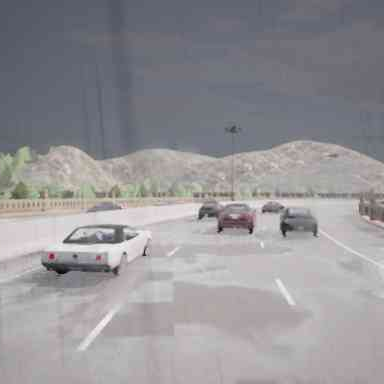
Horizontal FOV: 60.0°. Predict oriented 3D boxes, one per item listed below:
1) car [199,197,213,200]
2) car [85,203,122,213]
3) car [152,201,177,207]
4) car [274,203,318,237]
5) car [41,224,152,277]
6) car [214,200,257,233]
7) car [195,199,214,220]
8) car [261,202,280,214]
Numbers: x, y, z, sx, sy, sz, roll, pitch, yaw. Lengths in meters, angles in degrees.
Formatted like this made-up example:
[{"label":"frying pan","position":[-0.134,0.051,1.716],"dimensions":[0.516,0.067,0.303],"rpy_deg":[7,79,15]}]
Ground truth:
[{"label":"car","position":[2.372,1.746,61.535],"dimensions":[2.097,1.767,4.553],"rpy_deg":[0,0,35]},{"label":"car","position":[-8.495,1.719,32.360],"dimensions":[1.994,1.385,4.181],"rpy_deg":[0,0,19]},{"label":"car","position":[-3.022,1.735,37.113],"dimensions":[1.812,1.442,4.674],"rpy_deg":[0,0,22]},{"label":"car","position":[6.065,1.637,19.231],"dimensions":[2.128,1.511,4.902],"rpy_deg":[0,0,13]},{"label":"car","position":[-2.630,1.652,10.497],"dimensions":[1.895,1.301,4.718],"rpy_deg":[0,0,6]},{"label":"car","position":[2.955,1.494,21.093],"dimensions":[2.097,1.767,4.553],"rpy_deg":[0,0,14]},{"label":"car","position":[1.978,1.696,30.029],"dimensions":[1.837,1.490,4.892],"rpy_deg":[0,0,19]},{"label":"car","position":[9.688,1.832,39.442],"dimensions":[2.033,1.411,5.357],"rpy_deg":[0,0,27]}]
